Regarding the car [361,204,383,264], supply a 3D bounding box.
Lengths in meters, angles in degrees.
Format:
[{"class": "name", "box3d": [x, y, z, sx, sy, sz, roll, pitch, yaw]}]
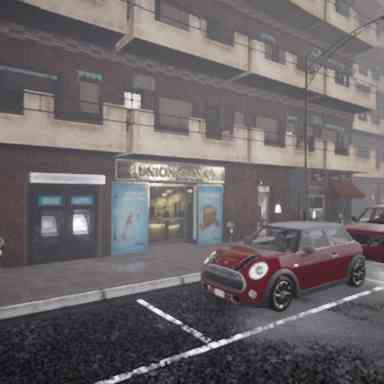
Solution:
[{"class": "car", "box3d": [6.655, 1.320, 10.861, 5.009, 1.841, 2.192, 0, 0, -36]}]

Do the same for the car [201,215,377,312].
[{"class": "car", "box3d": [2.153, 1.442, 7.639, 4.097, 1.590, 1.967, 0, 0, -36]}]
